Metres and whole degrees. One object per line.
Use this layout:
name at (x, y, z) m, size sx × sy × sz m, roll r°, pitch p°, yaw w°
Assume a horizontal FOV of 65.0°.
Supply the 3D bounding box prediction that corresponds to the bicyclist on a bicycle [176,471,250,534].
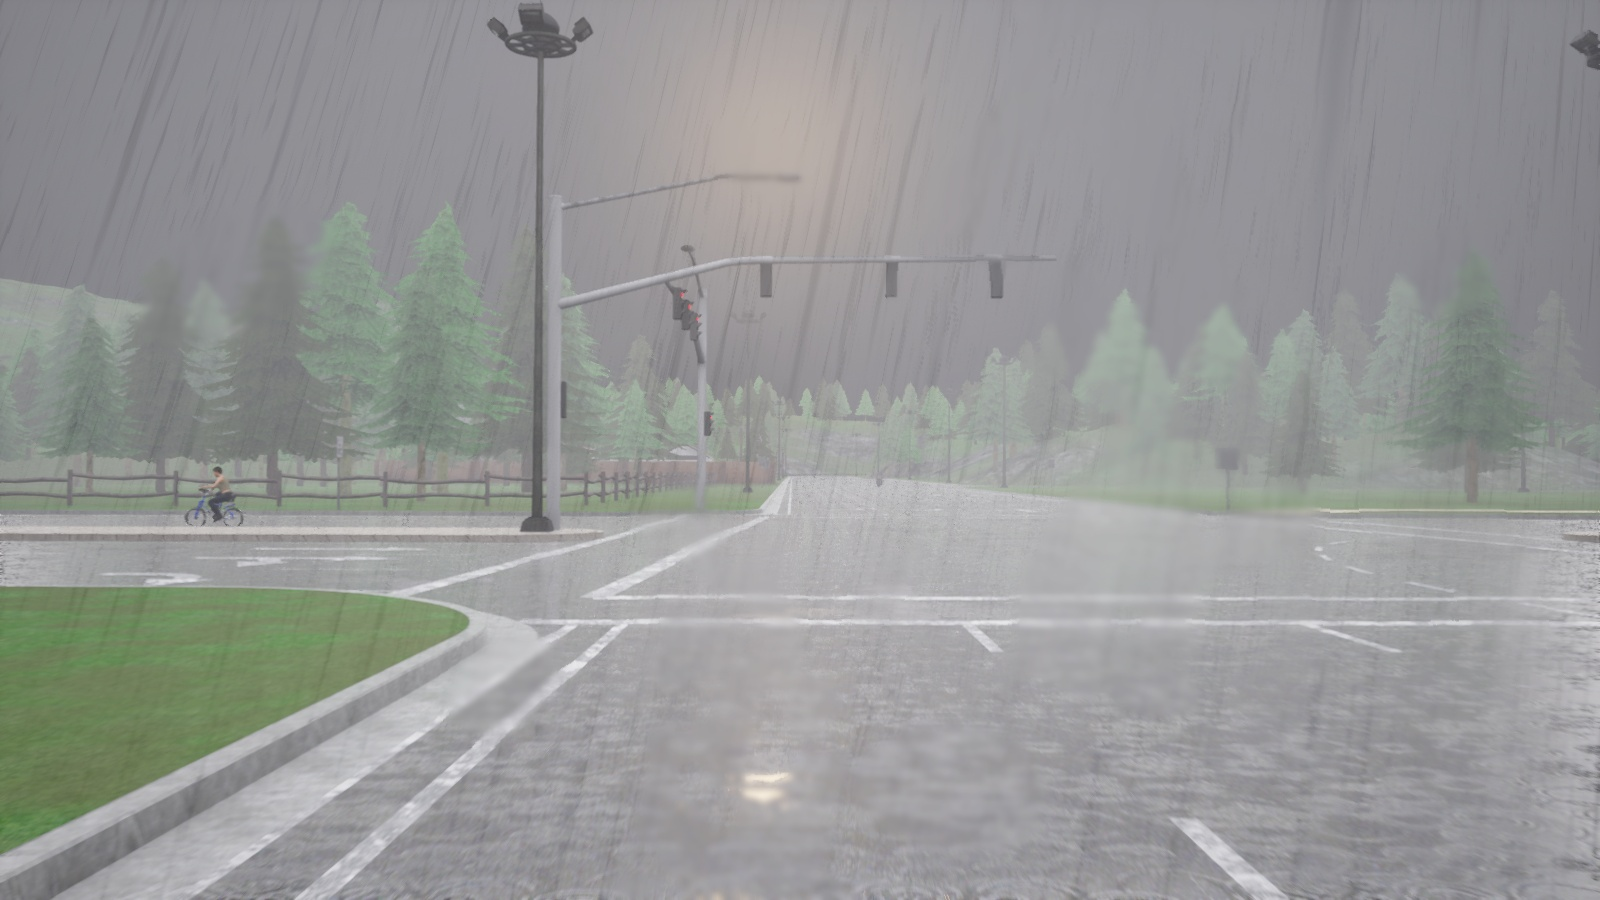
bicyclist on a bicycle at (-15.300, 1.359, 32.765) m, size 1.509 × 1.612 × 0.866 m, roll 0°, pitch -1°, yaw -1°
